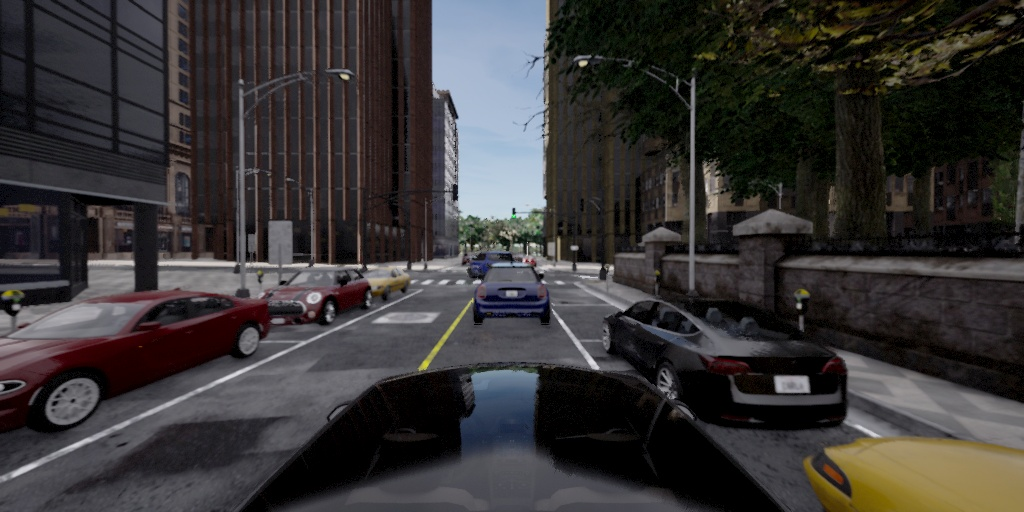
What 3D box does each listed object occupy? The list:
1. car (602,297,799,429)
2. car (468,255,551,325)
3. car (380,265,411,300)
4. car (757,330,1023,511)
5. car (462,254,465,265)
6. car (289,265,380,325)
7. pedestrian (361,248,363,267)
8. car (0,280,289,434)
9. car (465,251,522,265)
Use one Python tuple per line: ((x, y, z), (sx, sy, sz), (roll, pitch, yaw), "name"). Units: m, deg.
((2.722, 1.266, 5.599), (1.948, 1.339, 4.313), (0, 0, -1), "car")
((-0.021, 0.976, 11.451), (2.097, 1.767, 4.553), (0, 1, 0), "car")
((-5.916, 1.087, 16.250), (1.751, 1.417, 4.829), (0, 0, -1), "car")
((2.778, 1.295, 0.314), (1.751, 1.417, 4.829), (0, 0, -1), "car")
((-6.313, 0.406, 53.822), (2.192, 1.841, 5.009), (0, 0, -1), "car")
((-5.860, 1.071, 10.964), (1.967, 1.591, 4.097), (0, 0, -1), "car")
((-14.109, 0.137, 34.015), (0.375, 1.860, 0.375), (0, 0, -1), "pedestrian")
((-5.802, 1.246, 5.507), (1.888, 1.381, 4.507), (0, 0, -1), "car")
((-1.425, 0.688, 24.411), (2.150, 2.045, 5.566), (2, 1, -18), "car")
